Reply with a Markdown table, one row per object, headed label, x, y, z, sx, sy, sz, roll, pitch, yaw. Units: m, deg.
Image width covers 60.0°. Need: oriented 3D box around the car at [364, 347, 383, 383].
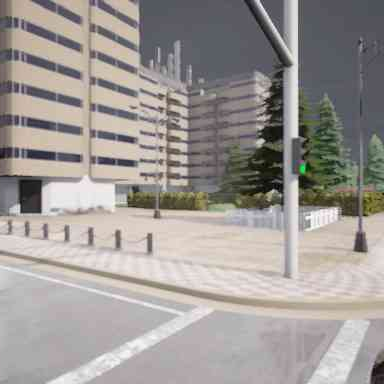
| label | x | y | z | sx | sy | sz | roll | pitch | yaw |
| --- | --- | --- | --- | --- | --- | --- | --- | --- | --- |
| car | 3.484 | 1.485 | 1.454 | 4.902 | 1.511 | 2.128 | 0 | 0 | 36 |
